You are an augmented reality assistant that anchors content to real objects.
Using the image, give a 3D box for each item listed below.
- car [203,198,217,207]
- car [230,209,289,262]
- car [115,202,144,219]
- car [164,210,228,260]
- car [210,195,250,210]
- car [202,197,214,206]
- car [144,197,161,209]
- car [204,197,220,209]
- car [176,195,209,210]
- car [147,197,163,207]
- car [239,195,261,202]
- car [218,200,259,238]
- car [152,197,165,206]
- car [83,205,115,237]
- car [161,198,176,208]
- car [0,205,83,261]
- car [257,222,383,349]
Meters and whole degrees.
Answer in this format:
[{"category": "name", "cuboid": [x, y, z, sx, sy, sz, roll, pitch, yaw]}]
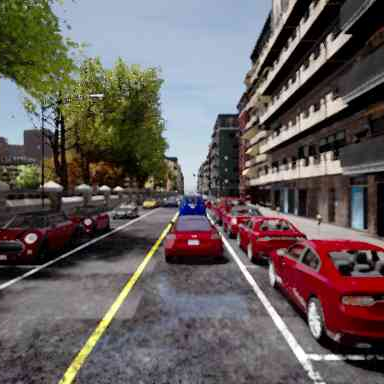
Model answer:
[{"category": "car", "cuboid": [2.692, 1.577, 51.375, 1.947, 1.339, 4.313, 0, 0, 0]}, {"category": "car", "cuboid": [2.690, 1.544, 11.963, 1.887, 1.381, 4.507, 0, 0, 0]}, {"category": "car", "cuboid": [-5.689, 1.551, 28.853, 2.008, 1.369, 4.403, 0, 0, 0]}, {"category": "car", "cuboid": [0.062, 1.561, 12.395, 1.994, 1.385, 4.181, 0, 0, 0]}, {"category": "car", "cuboid": [2.690, 1.315, 23.223, 2.192, 1.841, 5.009, 0, 0, 0]}, {"category": "car", "cuboid": [2.692, 1.542, 57.176, 1.752, 1.417, 4.829, 0, 0, 0]}, {"category": "car", "cuboid": [-5.689, 1.532, 45.574, 1.752, 1.417, 4.829, 0, 0, 0]}, {"category": "car", "cuboid": [2.691, 1.447, 45.744, 1.967, 1.590, 4.097, 0, 0, 0]}, {"category": "car", "cuboid": [0.068, 1.224, 28.158, 2.150, 2.045, 5.566, 0, 0, 0]}, {"category": "car", "cuboid": [-5.688, 1.562, 51.374, 2.008, 1.369, 4.403, 0, 0, 0]}, {"category": "car", "cuboid": [14.620, 1.634, 83.997, 5.009, 1.841, 2.192, 1, -1, 0]}, {"category": "car", "cuboid": [2.690, 1.440, 17.592, 1.967, 1.590, 4.097, 0, 0, 0]}, {"category": "car", "cuboid": [-5.688, 1.541, 56.835, 1.752, 1.417, 4.829, 0, 0, 0]}, {"category": "car", "cuboid": [-5.691, 1.440, 17.592, 1.967, 1.590, 4.097, 0, 0, 0]}, {"category": "car", "cuboid": [-3.086, 1.556, 48.759, 2.033, 1.411, 5.357, 0, 0, 0]}, {"category": "car", "cuboid": [-5.691, 1.439, 11.963, 1.967, 1.590, 4.097, 0, 0, 0]}, {"category": "car", "cuboid": [2.690, 1.544, 6.333, 1.887, 1.381, 4.507, 0, 0, 0]}]
